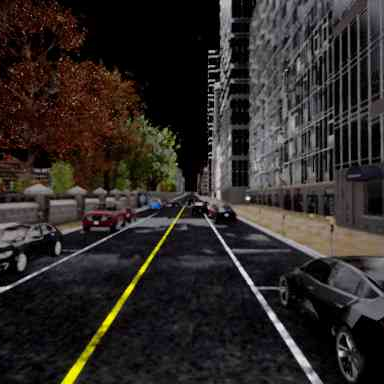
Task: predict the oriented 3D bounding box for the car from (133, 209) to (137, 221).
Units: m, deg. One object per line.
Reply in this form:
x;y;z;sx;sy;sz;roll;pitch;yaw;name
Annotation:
-5.681;1.880;27.929;1.802;1.307;4.206;0;-1;0;car

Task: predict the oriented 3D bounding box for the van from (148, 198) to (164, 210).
-5.675;1.856;50.665;1.690;1.788;3.998;0;-1;0;van

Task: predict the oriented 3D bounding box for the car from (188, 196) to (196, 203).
0.018;2.055;89.082;2.097;1.767;4.553;0;0;0;car

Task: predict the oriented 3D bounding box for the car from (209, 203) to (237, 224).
2.700;1.864;27.924;1.947;1.339;4.313;0;-1;0;car

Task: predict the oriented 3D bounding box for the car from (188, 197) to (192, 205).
0.015;2.083;74.111;1.837;1.490;4.892;0;0;0;car

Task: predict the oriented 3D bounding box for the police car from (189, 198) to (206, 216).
0.908;1.830;38.776;1.930;1.638;5.238;0;-1;0;police car

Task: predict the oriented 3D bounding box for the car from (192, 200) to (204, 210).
0.911;2.056;54.665;1.837;1.490;4.892;0;0;0;car

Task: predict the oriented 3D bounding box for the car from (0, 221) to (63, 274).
-5.684;1.670;10.882;2.008;1.369;4.403;0;-1;0;car

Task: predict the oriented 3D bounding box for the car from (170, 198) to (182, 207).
-2.998;2.188;65.296;2.033;1.411;5.357;0;0;0;car

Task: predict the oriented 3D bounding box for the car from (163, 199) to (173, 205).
-5.670;2.299;79.076;1.887;1.381;4.507;0;0;0;car

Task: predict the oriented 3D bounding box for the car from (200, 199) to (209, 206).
2.709;2.291;73.376;1.802;1.307;4.206;0;0;0;car

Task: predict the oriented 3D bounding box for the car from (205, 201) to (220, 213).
2.704;1.990;45.140;1.752;1.417;4.829;0;-1;0;car

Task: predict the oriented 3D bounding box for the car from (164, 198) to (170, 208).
-5.674;2.196;62.028;1.802;1.307;4.206;0;0;0;car

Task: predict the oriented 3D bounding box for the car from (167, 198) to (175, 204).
-5.668;2.392;90.442;2.008;1.369;4.403;0;0;0;car

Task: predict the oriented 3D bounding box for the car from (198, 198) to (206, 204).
2.713;2.386;90.420;1.887;1.381;4.507;0;0;0;car

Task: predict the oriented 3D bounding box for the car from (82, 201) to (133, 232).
-5.681;1.555;22.250;2.192;1.841;5.009;0;-1;0;car

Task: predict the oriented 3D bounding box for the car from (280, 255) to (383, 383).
2.696;1.624;5.200;1.947;1.339;4.313;0;-1;0;car

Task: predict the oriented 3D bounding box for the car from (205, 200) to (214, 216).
2.702;1.795;33.606;1.967;1.590;4.097;0;-1;0;car
